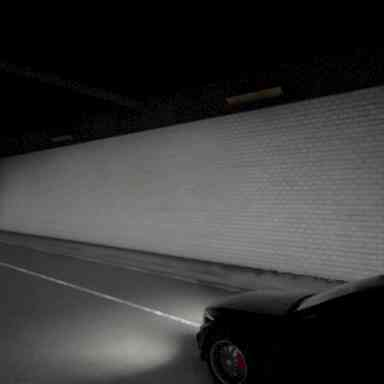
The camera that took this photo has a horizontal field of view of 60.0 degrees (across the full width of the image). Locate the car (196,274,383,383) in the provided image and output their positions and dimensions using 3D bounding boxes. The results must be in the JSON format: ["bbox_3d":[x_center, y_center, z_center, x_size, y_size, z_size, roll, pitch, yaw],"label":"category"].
[{"bbox_3d":[2.185,1.675,3.676,4.674,1.442,1.812,-1,-2,40],"label":"car"}]
